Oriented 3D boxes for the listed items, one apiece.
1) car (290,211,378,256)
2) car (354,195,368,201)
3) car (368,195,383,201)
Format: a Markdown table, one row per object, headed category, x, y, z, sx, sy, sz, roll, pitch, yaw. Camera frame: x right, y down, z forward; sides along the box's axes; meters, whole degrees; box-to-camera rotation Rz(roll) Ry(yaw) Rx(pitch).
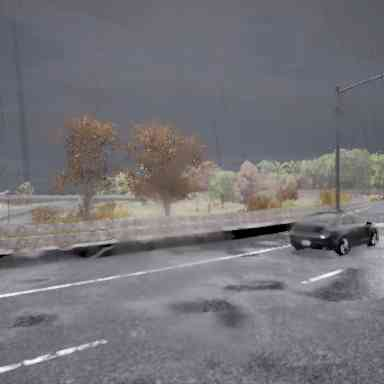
| category | x | y | z | sx | sy | sz | roll | pitch | yaw |
| --- | --- | --- | --- | --- | --- | --- | --- | --- | --- |
| car | 5.803 | 1.531 | 13.351 | 4.892 | 1.490 | 1.837 | -1 | 0 | -42 |
| car | 39.865 | 1.457 | 80.317 | 1.882 | 1.535 | 5.008 | 0 | 0 | 4 |
| car | 43.345 | 1.442 | 79.942 | 1.882 | 1.535 | 5.008 | 0 | 0 | 4 |
